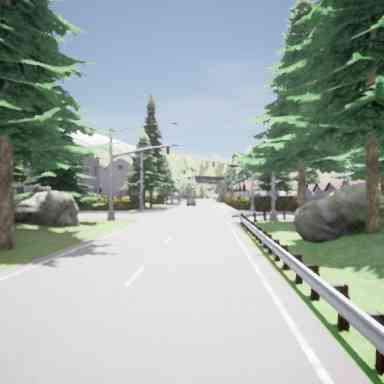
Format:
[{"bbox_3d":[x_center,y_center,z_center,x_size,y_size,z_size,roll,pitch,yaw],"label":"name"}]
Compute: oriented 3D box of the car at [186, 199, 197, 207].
[{"bbox_3d":[-0.133,2.137,66.584,1.837,1.490,4.892,0,0,4],"label":"car"}]
